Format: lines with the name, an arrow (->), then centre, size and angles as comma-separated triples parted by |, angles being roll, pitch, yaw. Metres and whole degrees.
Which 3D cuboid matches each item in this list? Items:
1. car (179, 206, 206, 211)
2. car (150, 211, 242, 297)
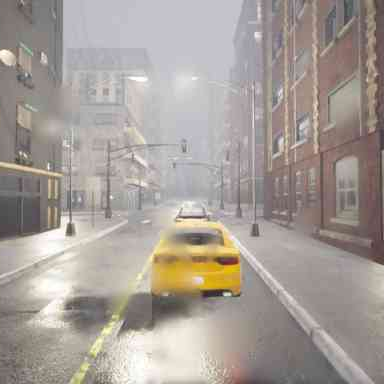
car -> 0.066, 1.509, 17.910 | 2.128, 1.511, 4.902 | 0, 0, 1
car -> 0.089, 1.484, 8.627 | 1.882, 1.535, 5.008 | 0, 0, 0
